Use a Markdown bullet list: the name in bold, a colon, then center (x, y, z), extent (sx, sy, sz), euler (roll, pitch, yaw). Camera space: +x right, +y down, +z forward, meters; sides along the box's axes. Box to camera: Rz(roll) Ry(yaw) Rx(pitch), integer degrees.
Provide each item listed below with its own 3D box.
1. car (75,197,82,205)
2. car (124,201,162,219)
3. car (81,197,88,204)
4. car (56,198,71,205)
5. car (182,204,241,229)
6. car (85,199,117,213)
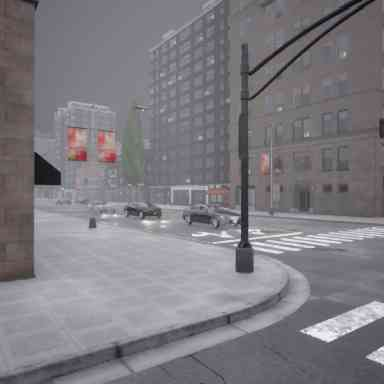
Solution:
- **car**: center (-21.850, 1.760, 66.140), extent (1.837, 1.490, 4.892), euler (0, 0, -36)
- **car**: center (-4.593, 1.579, 30.623), extent (1.882, 1.535, 5.008), euler (0, 0, -35)
- **car**: center (-14.849, 1.754, 50.828), extent (1.994, 1.385, 4.181), euler (0, -1, -36)
- **car**: center (-25.225, 1.803, 65.260), extent (2.033, 1.411, 5.357), euler (0, 0, -36)
- **car**: center (1.231, 1.554, 22.513), extent (2.128, 1.511, 4.902), euler (0, 0, -36)
- **car**: center (-10.496, 1.741, 38.857), extent (1.895, 1.301, 4.718), euler (0, 0, -36)
